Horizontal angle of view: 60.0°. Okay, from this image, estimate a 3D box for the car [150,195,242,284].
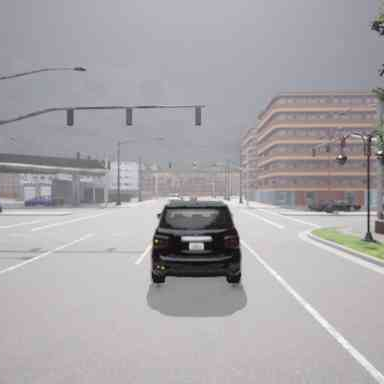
[{"bbox_3d":[0.103,1.242,9.759,2.150,2.045,5.566,0,0,0],"label":"car"}]

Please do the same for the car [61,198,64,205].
[{"bbox_3d":[-23.939,1.561,56.800,3.806,1.475,1.970,0,0,1],"label":"car"}]

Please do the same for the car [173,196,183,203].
[{"bbox_3d":[-3.121,1.678,75.070,2.033,1.411,5.357,0,0,0],"label":"car"}]

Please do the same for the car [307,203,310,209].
[{"bbox_3d":[16.748,1.581,41.055,4.892,1.490,1.837,0,0,1],"label":"car"}]

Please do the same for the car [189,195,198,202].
[{"bbox_3d":[0.338,1.522,81.120,2.128,1.511,4.902,0,0,0],"label":"car"}]

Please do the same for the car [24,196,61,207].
[{"bbox_3d":[-23.232,1.389,51.048,4.611,1.667,2.242,0,0,1],"label":"car"}]

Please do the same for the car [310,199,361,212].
[{"bbox_3d":[16.361,1.670,37.580,4.718,1.301,1.895,0,0,-3],"label":"car"}]

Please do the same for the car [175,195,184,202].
[{"bbox_3d":[-3.191,1.671,85.399,2.128,1.511,4.902,0,0,0],"label":"car"}]
